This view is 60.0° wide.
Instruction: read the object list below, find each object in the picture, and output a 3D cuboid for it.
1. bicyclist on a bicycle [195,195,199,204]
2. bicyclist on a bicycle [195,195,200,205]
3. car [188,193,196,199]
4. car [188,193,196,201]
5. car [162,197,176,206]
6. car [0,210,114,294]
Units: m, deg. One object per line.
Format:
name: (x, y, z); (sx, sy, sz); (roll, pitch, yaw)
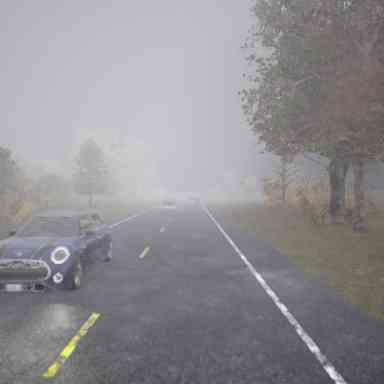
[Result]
bicyclist on a bicycle: (0.952, 1.359, 63.025); (0.866, 1.612, 1.509); (0, 0, 0)
bicyclist on a bicycle: (0.969, 1.373, 53.761); (0.866, 1.612, 1.509); (0, 0, 0)
car: (-0.004, 1.076, 91.856); (2.097, 1.767, 4.553); (0, 0, 0)
car: (-0.004, 1.489, 79.034); (1.895, 1.301, 4.718); (0, 0, 0)
car: (-3.561, 1.503, 52.337); (1.994, 1.385, 4.181); (0, 0, 0)
car: (-3.601, 1.344, 8.979); (2.097, 1.767, 4.553); (0, 0, 0)
